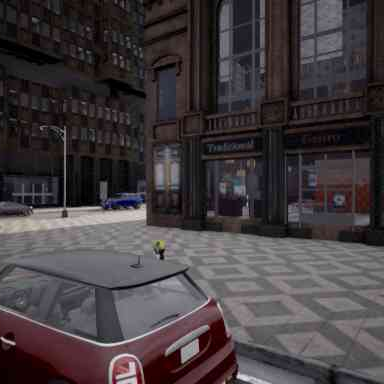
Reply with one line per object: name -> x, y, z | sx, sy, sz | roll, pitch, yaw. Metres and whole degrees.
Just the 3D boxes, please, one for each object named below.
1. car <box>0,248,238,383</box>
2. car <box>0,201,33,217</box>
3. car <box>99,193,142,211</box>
car -> -1.596, 1.440, 4.098 | 4.097, 1.590, 1.967 | 0, 0, 35
car -> -16.268, 1.527, 29.189 | 1.994, 1.385, 4.181 | 0, 0, 35
car -> -8.498, 1.156, 40.185 | 2.150, 2.045, 5.566 | 0, 0, 35
